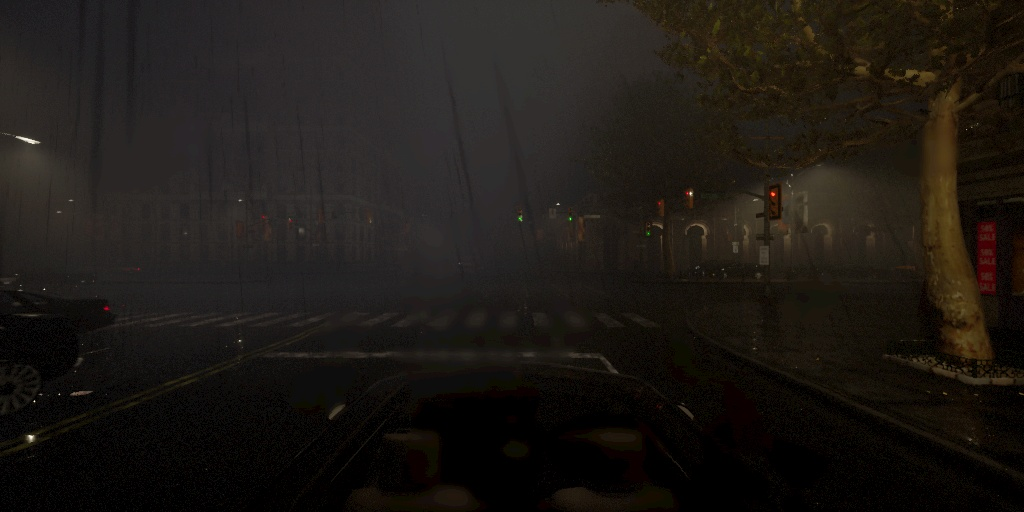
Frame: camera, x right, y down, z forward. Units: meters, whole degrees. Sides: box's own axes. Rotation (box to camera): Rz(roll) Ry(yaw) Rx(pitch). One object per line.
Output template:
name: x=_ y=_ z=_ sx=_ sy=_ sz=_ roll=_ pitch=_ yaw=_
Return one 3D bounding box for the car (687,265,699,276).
car: x=19.456 y=1.102 z=34.733 sx=4.553 sy=1.767 sz=2.097 roll=0 pitch=0 yaw=0

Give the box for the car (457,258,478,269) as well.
car: x=-6.915 y=1.351 z=56.613 sx=1.895 sy=1.301 sz=4.718 roll=0 pitch=0 yaw=0

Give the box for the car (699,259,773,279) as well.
car: x=19.436 y=1.255 z=31.231 sx=4.892 sy=1.490 sz=1.837 roll=0 pitch=0 yaw=1

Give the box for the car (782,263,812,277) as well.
car: x=29.396 y=1.351 z=34.642 sx=4.718 sy=1.301 sz=1.895 roll=0 pitch=0 yaw=1

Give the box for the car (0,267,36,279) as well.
car: x=-30.499 y=1.242 z=19.988 sx=4.902 sy=1.511 sz=2.128 roll=0 pitch=0 yaw=1

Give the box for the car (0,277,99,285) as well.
car: x=-10.591 y=1.297 z=6.303 sx=2.033 sy=1.411 sz=5.357 roll=0 pitch=0 yaw=0

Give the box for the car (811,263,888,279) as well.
car: x=29.383 y=1.351 z=31.142 sx=4.718 sy=1.301 sz=1.895 roll=0 pitch=0 yaw=1

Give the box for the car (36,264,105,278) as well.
car: x=-30.277 y=1.351 z=23.485 sx=4.718 sy=1.301 sz=1.895 roll=0 pitch=0 yaw=1

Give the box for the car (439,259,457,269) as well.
car: x=-10.409 y=1.276 z=57.146 sx=1.812 sy=1.442 sz=4.674 roll=0 pitch=0 yaw=0

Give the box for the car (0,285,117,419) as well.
car: x=-7.102 y=1.242 z=3.020 sx=2.128 sy=1.511 sz=4.902 roll=0 pitch=0 yaw=0

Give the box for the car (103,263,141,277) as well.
car: x=-39.676 y=1.351 z=35.252 sx=4.718 sy=1.301 sz=1.895 roll=0 pitch=0 yaw=1

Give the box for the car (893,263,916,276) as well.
car: x=39.859 y=1.228 z=34.536 sx=5.008 sy=1.535 sz=1.882 roll=0 pitch=0 yaw=1
